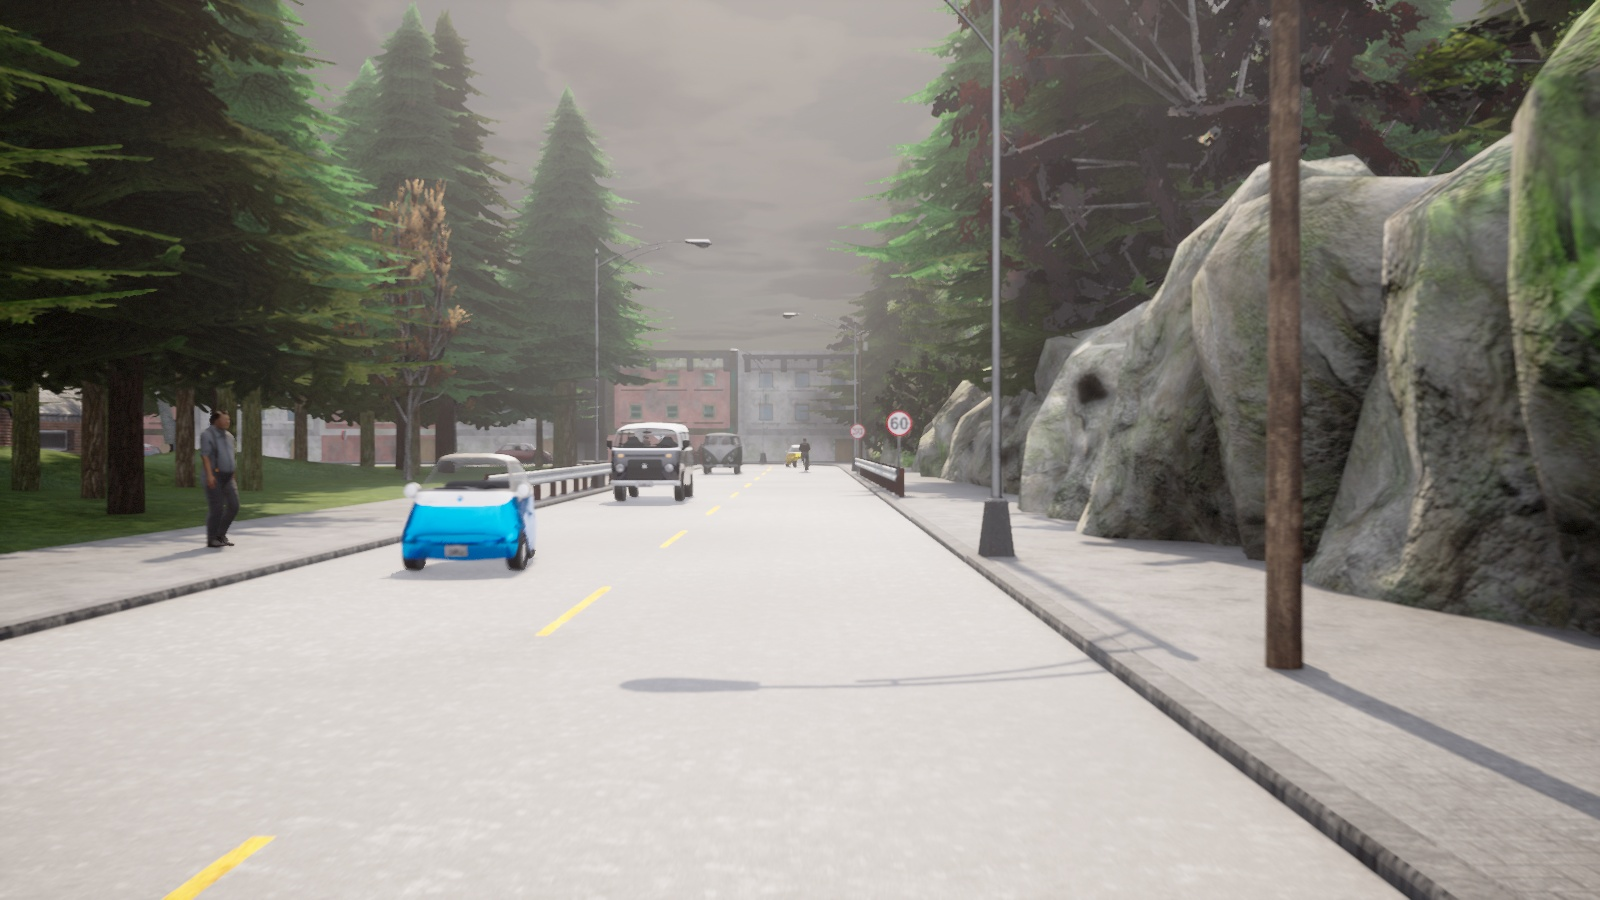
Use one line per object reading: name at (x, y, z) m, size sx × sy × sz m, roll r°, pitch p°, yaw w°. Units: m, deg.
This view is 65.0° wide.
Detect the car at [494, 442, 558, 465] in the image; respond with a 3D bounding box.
car at (-18.141, 0.228, 83.283) m, size 3.806 × 1.475 × 1.970 m, roll 0°, pitch 0°, yaw 0°

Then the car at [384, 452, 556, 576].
car at (-3.898, 0.713, 15.124) m, size 1.481 × 1.376 × 2.207 m, roll 0°, pitch 0°, yaw 0°

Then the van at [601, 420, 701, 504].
van at (-3.808, 0.283, 32.767) m, size 2.069 × 2.038 × 4.480 m, roll 0°, pitch 0°, yaw 0°

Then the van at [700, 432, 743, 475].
van at (-3.764, 0.154, 60.785) m, size 1.775 × 1.987 × 4.442 m, roll 0°, pitch 0°, yaw 0°

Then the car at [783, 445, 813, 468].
car at (-0.131, 0.368, 77.099) m, size 1.481 × 1.376 × 2.207 m, roll 0°, pitch 1°, yaw -9°

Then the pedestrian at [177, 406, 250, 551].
pedestrian at (-7.644, 0.358, 16.380) m, size 0.694 × 1.848 × 0.540 m, roll 0°, pitch 0°, yaw 24°

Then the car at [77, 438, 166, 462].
car at (-47.238, -0.006, 87.495) m, size 5.027 × 1.651 × 2.152 m, roll 0°, pitch 0°, yaw 0°
